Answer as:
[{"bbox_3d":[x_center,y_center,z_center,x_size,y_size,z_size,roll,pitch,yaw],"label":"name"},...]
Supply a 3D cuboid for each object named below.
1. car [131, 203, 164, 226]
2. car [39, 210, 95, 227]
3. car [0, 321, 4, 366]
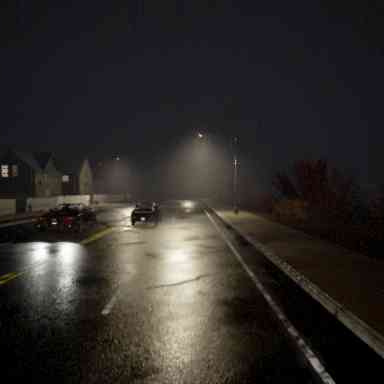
[{"bbox_3d":[-3.146,1.512,23.836,2.128,1.511,4.902,0,0,0],"label":"car"},{"bbox_3d":[-6.497,1.288,17.677,1.994,1.385,4.181,0,0,0],"label":"car"},{"bbox_3d":[-3.149,1.494,2.001,2.128,1.511,4.902,0,0,0],"label":"car"}]
